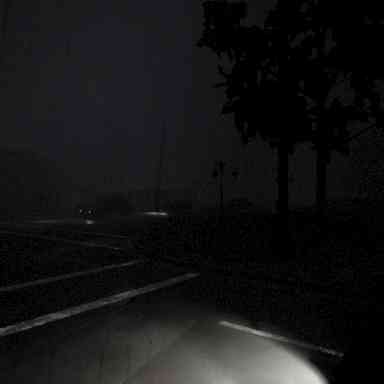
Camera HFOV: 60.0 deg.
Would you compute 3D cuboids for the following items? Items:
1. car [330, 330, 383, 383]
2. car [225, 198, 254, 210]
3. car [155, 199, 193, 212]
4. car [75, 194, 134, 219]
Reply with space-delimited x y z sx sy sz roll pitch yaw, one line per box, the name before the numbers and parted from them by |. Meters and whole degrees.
car | 2.952 1.564 1.867 4.181 1.385 1.994 0 0 36
car | 6.344 1.549 44.196 2.033 1.411 5.357 0 0 34
car | -1.973 1.550 38.500 2.033 1.411 5.357 0 0 34
car | -7.728 1.225 30.004 2.150 2.045 5.566 0 0 35
